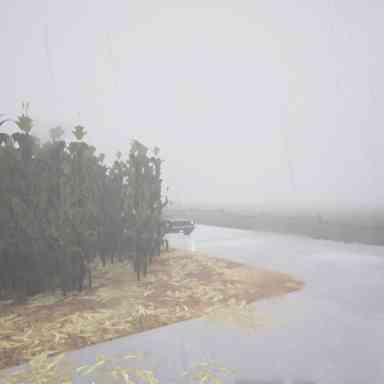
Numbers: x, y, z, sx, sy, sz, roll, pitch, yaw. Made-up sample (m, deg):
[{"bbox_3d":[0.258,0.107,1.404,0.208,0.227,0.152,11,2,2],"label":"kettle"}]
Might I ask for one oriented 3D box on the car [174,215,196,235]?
[{"bbox_3d":[-1.813,1.696,18.694,1.895,1.301,4.718,0,-1,-35],"label":"car"}]
